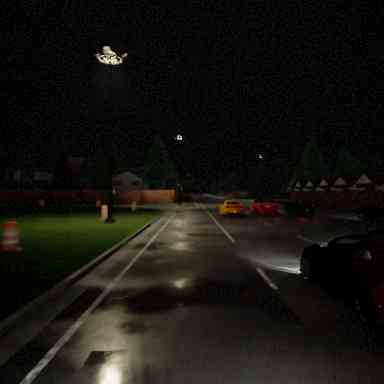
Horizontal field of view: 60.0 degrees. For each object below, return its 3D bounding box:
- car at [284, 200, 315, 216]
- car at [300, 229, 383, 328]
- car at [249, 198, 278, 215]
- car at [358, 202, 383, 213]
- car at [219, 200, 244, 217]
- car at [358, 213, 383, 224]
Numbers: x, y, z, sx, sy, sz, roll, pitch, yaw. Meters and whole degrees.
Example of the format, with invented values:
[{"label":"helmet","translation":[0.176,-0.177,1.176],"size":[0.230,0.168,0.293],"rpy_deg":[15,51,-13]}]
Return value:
[{"label":"car","translation":[10.638,1.499,33.135],"size":[2.128,1.511,4.902],"rpy_deg":[0,0,0]},{"label":"car","translation":[3.797,1.565,6.986],"size":[1.994,1.385,4.181],"rpy_deg":[0,0,0]},{"label":"car","translation":[7.134,1.359,33.512],"size":[2.097,1.767,4.553],"rpy_deg":[0,0,0]},{"label":"car","translation":[14.192,1.497,24.593],"size":[2.128,1.511,4.902],"rpy_deg":[0,0,0]},{"label":"car","translation":[3.649,1.484,31.071],"size":[1.882,1.535,5.008],"rpy_deg":[0,0,0]},{"label":"car","translation":[7.277,1.566,10.466],"size":[1.994,1.385,4.181],"rpy_deg":[0,0,0]}]
